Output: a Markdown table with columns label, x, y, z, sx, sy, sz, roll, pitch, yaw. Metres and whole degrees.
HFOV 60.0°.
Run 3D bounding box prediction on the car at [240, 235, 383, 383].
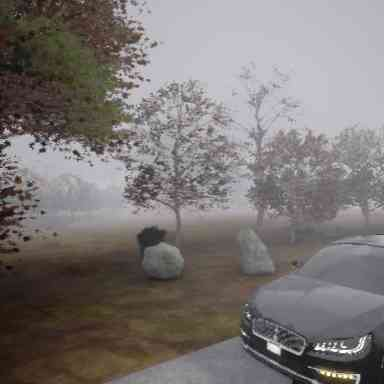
| label | x | y | z | sx | sy | sz | roll | pitch | yaw |
| --- | --- | --- | --- | --- | --- | --- | --- | --- | --- |
| car | 2.893 | 1.497 | 5.144 | 4.892 | 1.490 | 1.837 | 0 | 0 | -36 |
